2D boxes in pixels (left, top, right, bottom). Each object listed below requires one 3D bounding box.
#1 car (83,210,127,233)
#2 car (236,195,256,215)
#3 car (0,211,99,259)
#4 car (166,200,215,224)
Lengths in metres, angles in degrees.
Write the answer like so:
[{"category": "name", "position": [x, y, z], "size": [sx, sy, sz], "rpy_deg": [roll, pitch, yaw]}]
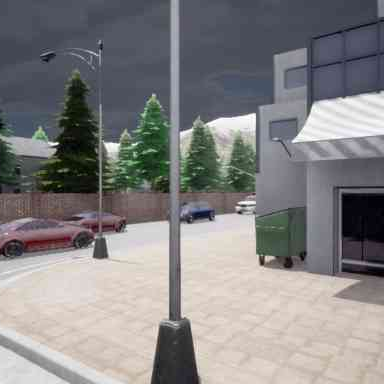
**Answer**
[{"category": "car", "position": [-5.827, 1.740, 19.270], "size": [1.994, 1.385, 4.181], "rpy_deg": [0, 0, 37]}, {"category": "car", "position": [6.891, 1.400, 36.423], "size": [2.150, 2.045, 5.566], "rpy_deg": [0, 0, 36]}, {"category": "car", "position": [-6.188, 1.742, 13.697], "size": [1.994, 1.385, 4.181], "rpy_deg": [0, 0, 42]}, {"category": "car", "position": [-0.040, 1.528, 27.085], "size": [2.097, 1.767, 4.553], "rpy_deg": [0, 0, 37]}]
